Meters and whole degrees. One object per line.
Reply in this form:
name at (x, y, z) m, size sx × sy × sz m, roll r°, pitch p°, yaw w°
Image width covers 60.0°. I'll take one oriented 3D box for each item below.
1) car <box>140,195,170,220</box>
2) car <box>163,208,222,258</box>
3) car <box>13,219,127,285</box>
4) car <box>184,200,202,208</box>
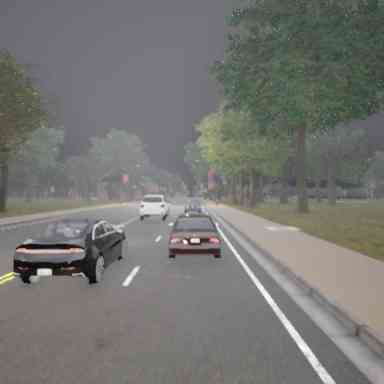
car at (-3.155, 1.290, 28.938) m, size 2.150 × 2.045 × 5.566 m, roll 0°, pitch 0°, yaw 0°
car at (0.097, 1.570, 12.858) m, size 2.033 × 1.411 × 5.357 m, roll 0°, pitch 0°, yaw 0°
car at (-3.151, 1.506, 9.535) m, size 2.128 × 1.511 × 4.902 m, roll 0°, pitch 0°, yaw 0°
car at (0.094, 1.651, 37.514) m, size 2.033 × 1.411 × 5.357 m, roll 0°, pitch 0°, yaw 0°
